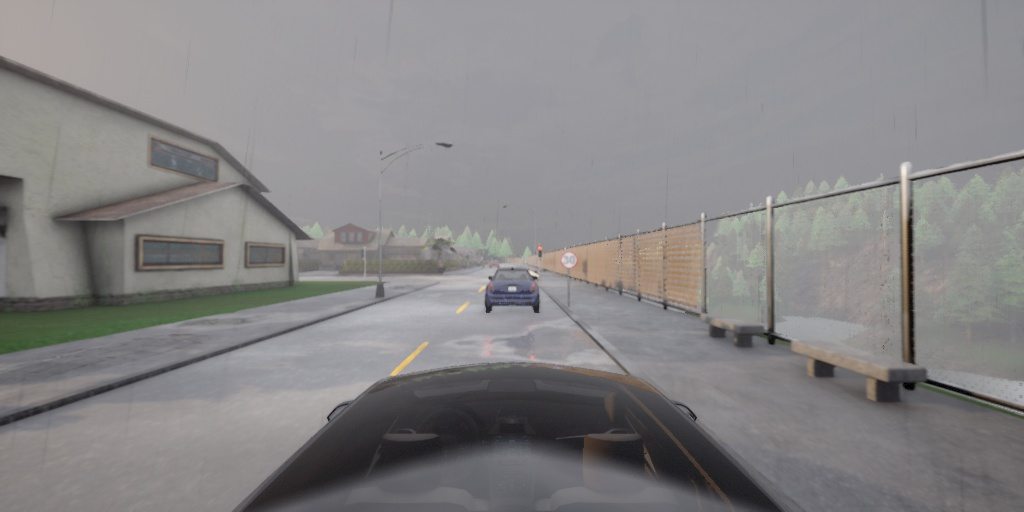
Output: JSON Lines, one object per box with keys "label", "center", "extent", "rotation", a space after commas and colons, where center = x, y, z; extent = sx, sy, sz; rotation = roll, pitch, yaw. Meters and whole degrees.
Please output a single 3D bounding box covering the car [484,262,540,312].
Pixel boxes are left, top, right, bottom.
{"label": "car", "center": [0.031, 1.249, 15.256], "extent": [2.097, 1.767, 4.553], "rotation": [0, -1, 1]}
